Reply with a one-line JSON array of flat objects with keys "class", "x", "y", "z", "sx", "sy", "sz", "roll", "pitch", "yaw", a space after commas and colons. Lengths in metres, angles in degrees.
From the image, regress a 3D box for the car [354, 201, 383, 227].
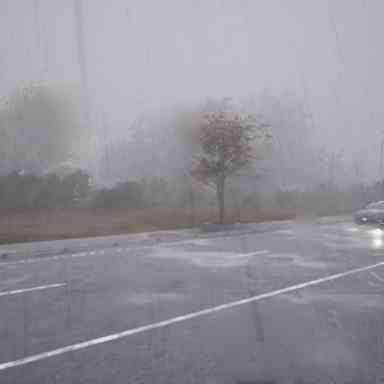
[{"class": "car", "x": 12.322, "y": 1.369, "z": 21.370, "sx": 4.892, "sy": 1.490, "sz": 1.837, "roll": -1, "pitch": 0, "yaw": -35}]
